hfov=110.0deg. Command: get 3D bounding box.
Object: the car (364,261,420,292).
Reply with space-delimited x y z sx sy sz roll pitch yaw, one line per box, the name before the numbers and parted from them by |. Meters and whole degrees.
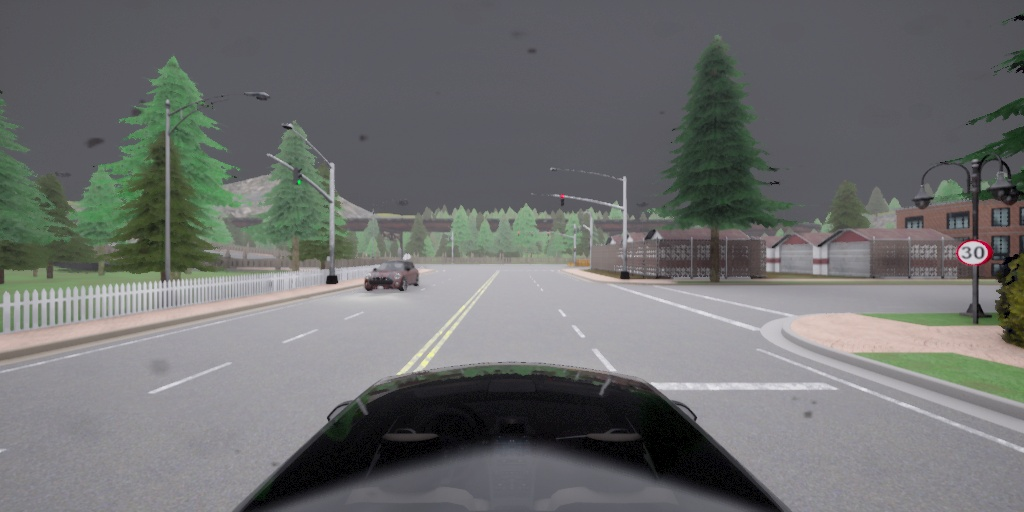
car | -6.999 1.086 21.334 2.097 1.767 4.553 0 0 0
